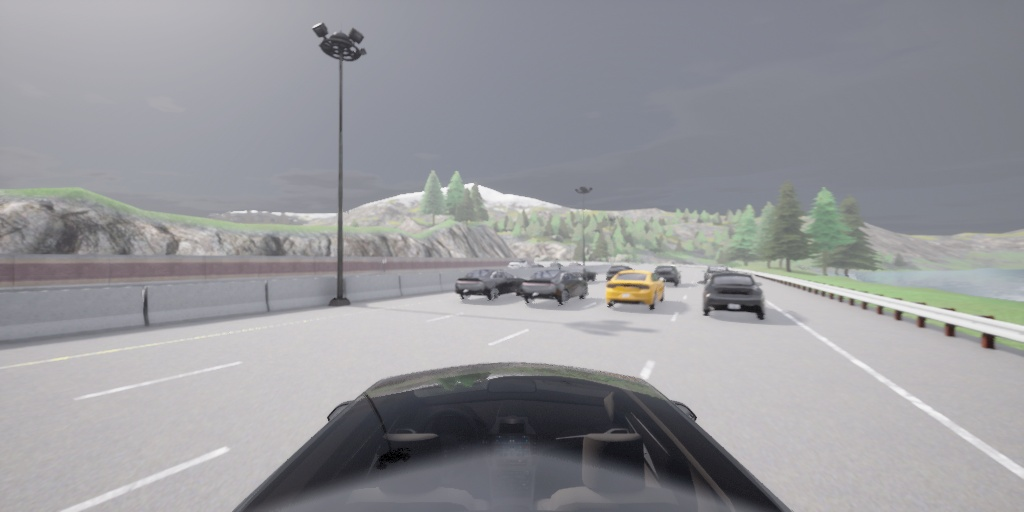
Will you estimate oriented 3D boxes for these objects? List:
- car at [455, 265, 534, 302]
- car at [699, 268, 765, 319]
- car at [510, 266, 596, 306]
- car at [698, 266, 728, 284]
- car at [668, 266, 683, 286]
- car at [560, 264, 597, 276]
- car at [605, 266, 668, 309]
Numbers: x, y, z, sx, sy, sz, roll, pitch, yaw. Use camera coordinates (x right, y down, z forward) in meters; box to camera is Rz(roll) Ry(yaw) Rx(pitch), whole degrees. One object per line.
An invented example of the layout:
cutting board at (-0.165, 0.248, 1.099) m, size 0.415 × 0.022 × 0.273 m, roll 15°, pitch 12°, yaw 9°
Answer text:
car at (-0.955, 1.427, 18.618) m, size 2.128 × 1.511 × 4.902 m, roll 0°, pitch -1°, yaw 29°
car at (8.299, 1.377, 13.658) m, size 1.837 × 1.490 × 4.892 m, roll 0°, pitch 0°, yaw 29°
car at (2.131, 1.406, 16.967) m, size 2.128 × 1.511 × 4.902 m, roll 0°, pitch -1°, yaw 29°
car at (15.390, 1.497, 26.875) m, size 2.128 × 1.511 × 4.902 m, roll 0°, pitch -1°, yaw 29°
car at (12.308, 1.533, 28.532) m, size 1.837 × 1.490 × 4.892 m, roll 0°, pitch 0°, yaw 29°
car at (6.014, 1.668, 31.611) m, size 1.895 × 1.301 × 4.718 m, roll 0°, pitch -1°, yaw 29°
car at (5.574, 1.375, 15.968) m, size 1.882 × 1.535 × 5.008 m, roll 0°, pitch 0°, yaw 29°
